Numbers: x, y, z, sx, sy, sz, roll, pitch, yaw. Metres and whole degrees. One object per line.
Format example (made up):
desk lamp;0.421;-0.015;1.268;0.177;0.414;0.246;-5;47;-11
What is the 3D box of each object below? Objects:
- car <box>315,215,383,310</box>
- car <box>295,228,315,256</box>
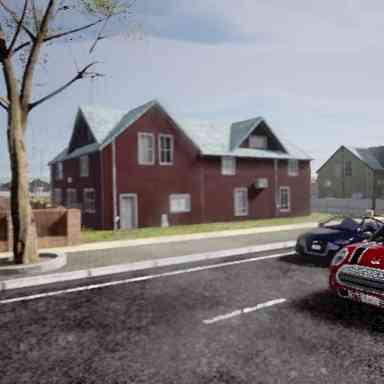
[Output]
car;5.023;1.334;7.267;4.553;1.767;2.097;0;0;-35
car;5.524;1.540;11.615;4.181;1.385;1.994;0;0;-35
